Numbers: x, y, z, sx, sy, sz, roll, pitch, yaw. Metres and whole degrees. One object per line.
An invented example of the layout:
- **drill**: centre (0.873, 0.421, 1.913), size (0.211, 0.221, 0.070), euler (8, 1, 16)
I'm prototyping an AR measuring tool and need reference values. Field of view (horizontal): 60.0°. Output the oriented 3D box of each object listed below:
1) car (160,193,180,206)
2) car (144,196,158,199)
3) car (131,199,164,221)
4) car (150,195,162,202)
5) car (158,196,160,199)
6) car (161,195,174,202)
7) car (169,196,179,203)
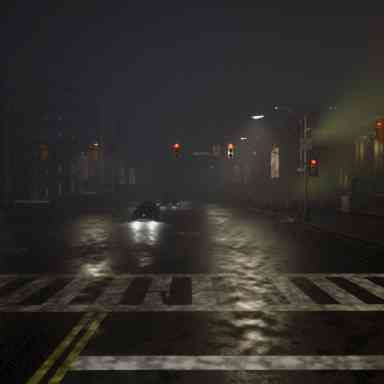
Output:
- **car**: centre (-3.655, 1.221, 55.160), size (2.150, 2.045, 5.566), euler (0, 0, 0)
- **car**: centre (-7.152, 1.601, 54.250), size (1.895, 1.301, 4.718), euler (0, 0, 0)
- **car**: centre (-3.625, 1.564, 26.986), size (1.994, 1.385, 4.181), euler (0, 0, 0)
- **car**: centre (-8.443, 1.540, 77.443), size (2.033, 1.411, 5.357), euler (0, 0, -14)
- **car**: centre (-7.163, 1.504, 65.744), size (1.837, 1.490, 4.892), euler (0, 0, 0)
- **car**: centre (-6.037, 1.540, 81.296), size (2.033, 1.411, 5.357), euler (0, 0, -18)
- **car**: centre (-3.638, 1.526, 69.391), size (1.812, 1.442, 4.674), euler (0, 0, 0)
